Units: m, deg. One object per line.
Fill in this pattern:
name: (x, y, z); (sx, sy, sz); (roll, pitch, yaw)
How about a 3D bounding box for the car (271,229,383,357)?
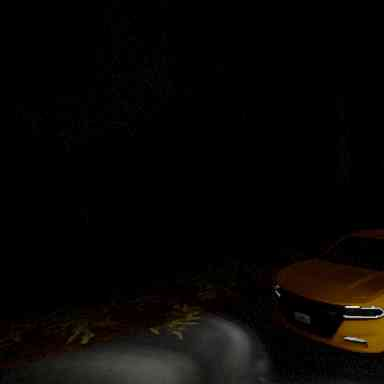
car: (3.559, 1.445, 6.002); (5.008, 1.535, 1.882); (0, 0, -35)
